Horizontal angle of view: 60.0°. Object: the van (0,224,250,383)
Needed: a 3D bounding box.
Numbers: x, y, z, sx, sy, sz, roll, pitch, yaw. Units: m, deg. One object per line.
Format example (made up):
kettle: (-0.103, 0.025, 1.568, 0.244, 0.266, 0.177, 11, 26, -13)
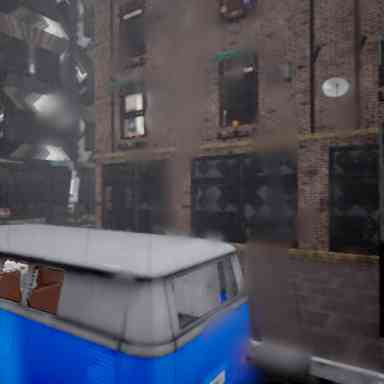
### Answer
van: (-1.351, 1.330, 3.738, 3.998, 1.788, 1.690, 0, 0, 33)
